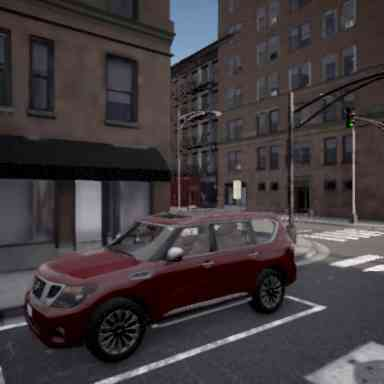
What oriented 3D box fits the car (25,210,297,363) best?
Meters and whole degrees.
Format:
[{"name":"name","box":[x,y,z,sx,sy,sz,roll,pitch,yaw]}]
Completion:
[{"name":"car","box":[-0.192,1.309,6.058,5.009,1.841,2.192,0,0,-36]}]
